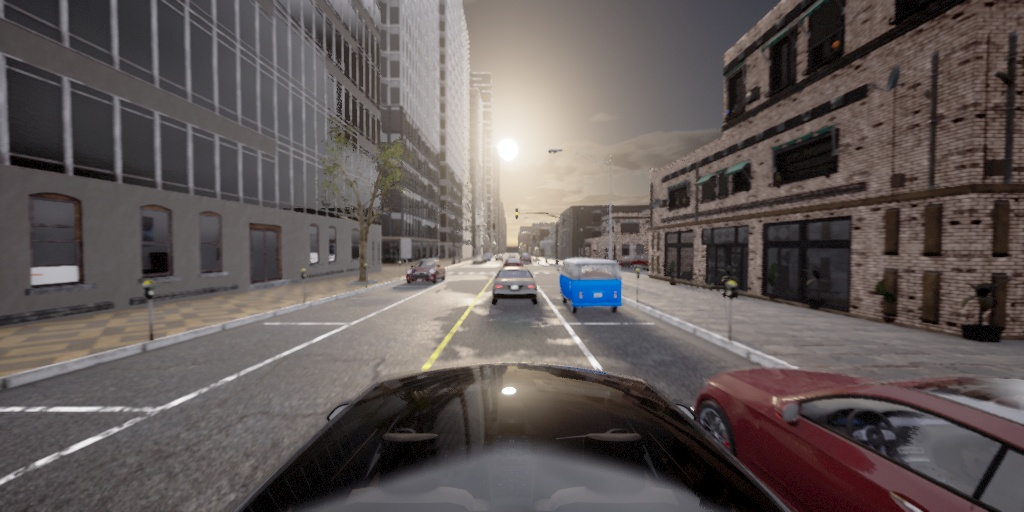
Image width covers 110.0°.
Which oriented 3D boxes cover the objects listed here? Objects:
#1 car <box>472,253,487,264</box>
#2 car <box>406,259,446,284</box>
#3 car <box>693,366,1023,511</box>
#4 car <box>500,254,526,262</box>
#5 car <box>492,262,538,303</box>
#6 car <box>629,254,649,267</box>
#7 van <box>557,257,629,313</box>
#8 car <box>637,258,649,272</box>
[{"bbox_3d":[-5.825,0.623,61.881,1.751,1.417,4.829,0,0,0],"label":"car"},{"bbox_3d":[-5.690,0.947,24.106,1.967,1.591,4.097,0,0,0],"label":"car"},{"bbox_3d":[2.689,1.329,1.954,1.802,1.307,4.207,0,0,0],"label":"car"},{"bbox_3d":[0.101,0.878,33.917,1.882,1.535,5.008,0,1,0],"label":"car"},{"bbox_3d":[0.098,1.148,15.465,2.033,1.411,5.357,0,1,0],"label":"car"},{"bbox_3d":[16.520,0.677,47.358,5.009,1.841,2.192,0,0,1],"label":"car"},{"bbox_3d":[2.690,0.968,13.022,1.690,1.789,3.998,0,0,0],"label":"van"},{"bbox_3d":[16.414,1.147,38.982,4.313,1.339,1.948,0,0,1],"label":"car"}]
